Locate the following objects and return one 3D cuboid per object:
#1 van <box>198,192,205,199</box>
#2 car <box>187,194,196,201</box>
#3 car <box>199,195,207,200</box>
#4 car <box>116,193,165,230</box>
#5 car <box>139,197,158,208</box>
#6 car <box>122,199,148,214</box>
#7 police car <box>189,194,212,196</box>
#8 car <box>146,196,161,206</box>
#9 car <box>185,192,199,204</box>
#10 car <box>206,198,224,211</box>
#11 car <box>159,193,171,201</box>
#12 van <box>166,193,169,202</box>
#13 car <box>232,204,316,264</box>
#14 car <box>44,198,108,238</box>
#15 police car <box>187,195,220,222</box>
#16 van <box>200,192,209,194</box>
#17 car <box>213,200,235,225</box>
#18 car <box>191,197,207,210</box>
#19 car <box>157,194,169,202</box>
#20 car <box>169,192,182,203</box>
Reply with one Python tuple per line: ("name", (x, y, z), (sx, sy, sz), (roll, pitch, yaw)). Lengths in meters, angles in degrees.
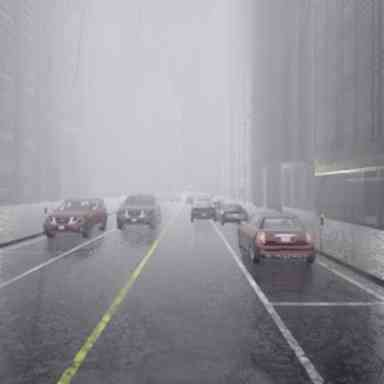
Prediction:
("van", (2.625, 1.019, 90.626), (1.690, 1.788, 3.998), (0, 0, 0))
("car", (-0.110, 1.103, 74.484), (1.837, 1.490, 4.892), (0, 0, 0))
("car", (2.643, 1.301, 79.345), (1.802, 1.307, 4.206), (0, 0, 0))
("car", (-3.132, 1.147, 20.728), (2.150, 2.045, 5.566), (0, 0, 0))
("car", (-5.833, 1.390, 45.484), (2.008, 1.369, 4.403), (0, 0, 0))
("car", (-5.817, 1.444, 34.203), (1.947, 1.339, 4.313), (0, 0, 0))
("police car", (0.847, 1.300, 35.430), (1.930, 1.638, 5.238), (0, 0, 0))
("car", (-5.841, 1.345, 50.955), (1.752, 1.417, 4.829), (0, 0, 0))
("car", (-0.086, 1.298, 58.447), (1.837, 1.490, 4.892), (0, 0, 0))
("car", (2.700, 1.404, 39.861), (1.887, 1.381, 4.507), (0, 0, 0))
("car", (-5.875, 1.054, 73.688), (2.192, 1.841, 5.009), (0, 0, 0))
("van", (-5.859, 1.120, 62.405), (1.690, 1.788, 3.998), (0, 0, 0))
("car", (2.741, 1.398, 11.657), (1.967, 1.590, 4.097), (0, 0, 0))
("car", (-5.793, 1.253, 17.280), (2.192, 1.841, 5.009), (0, 0, 0))
("police car", (0.805, 1.335, 25.421), (1.930, 1.638, 5.238), (0, 0, -1))
("van", (2.675, 1.140, 56.782), (1.690, 1.788, 3.998), (0, 0, 0))
("car", (2.725, 1.484, 22.939), (1.947, 1.339, 4.313), (0, 0, 0))
("car", (0.839, 1.380, 41.321), (1.812, 1.442, 4.674), (0, 0, 0))
("car", (-5.867, 1.199, 68.046), (1.967, 1.590, 4.097), (0, 0, 0))
("car", (-3.095, 1.336, 64.409), (1.837, 1.490, 4.892), (0, 0, 0))
